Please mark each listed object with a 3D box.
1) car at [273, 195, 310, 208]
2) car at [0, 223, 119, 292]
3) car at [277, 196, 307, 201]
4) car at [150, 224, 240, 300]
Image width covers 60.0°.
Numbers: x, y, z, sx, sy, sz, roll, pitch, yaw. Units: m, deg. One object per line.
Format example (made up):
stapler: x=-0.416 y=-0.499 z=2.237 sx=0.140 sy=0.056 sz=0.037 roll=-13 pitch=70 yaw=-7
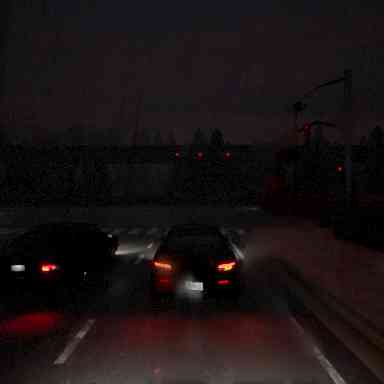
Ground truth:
car: x=13.931 y=1.351 z=46.891 sx=4.553 sy=1.767 sz=2.097 roll=0 pitch=0 yaw=0
car: x=-3.429 y=1.547 z=9.069 sx=2.033 sy=1.411 sz=5.357 roll=0 pitch=0 yaw=0
car: x=12.430 y=1.563 z=43.399 sx=4.181 sy=1.385 sz=1.994 roll=0 pitch=0 yaw=0
car: x=0.064 y=1.525 z=8.251 sx=1.812 sy=1.442 sz=4.674 roll=0 pitch=0 yaw=0
